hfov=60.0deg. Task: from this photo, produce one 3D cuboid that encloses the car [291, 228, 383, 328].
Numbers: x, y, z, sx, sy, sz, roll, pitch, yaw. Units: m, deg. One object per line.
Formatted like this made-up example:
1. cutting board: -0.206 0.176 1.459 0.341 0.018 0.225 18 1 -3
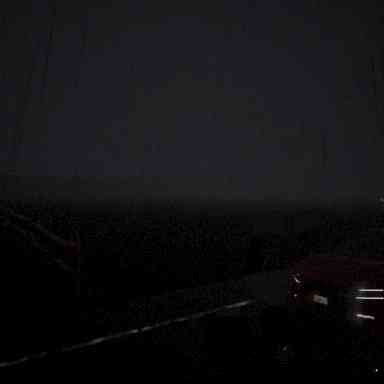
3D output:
1. car: 4.152 1.529 6.933 5.008 1.535 1.882 1 0 -35
